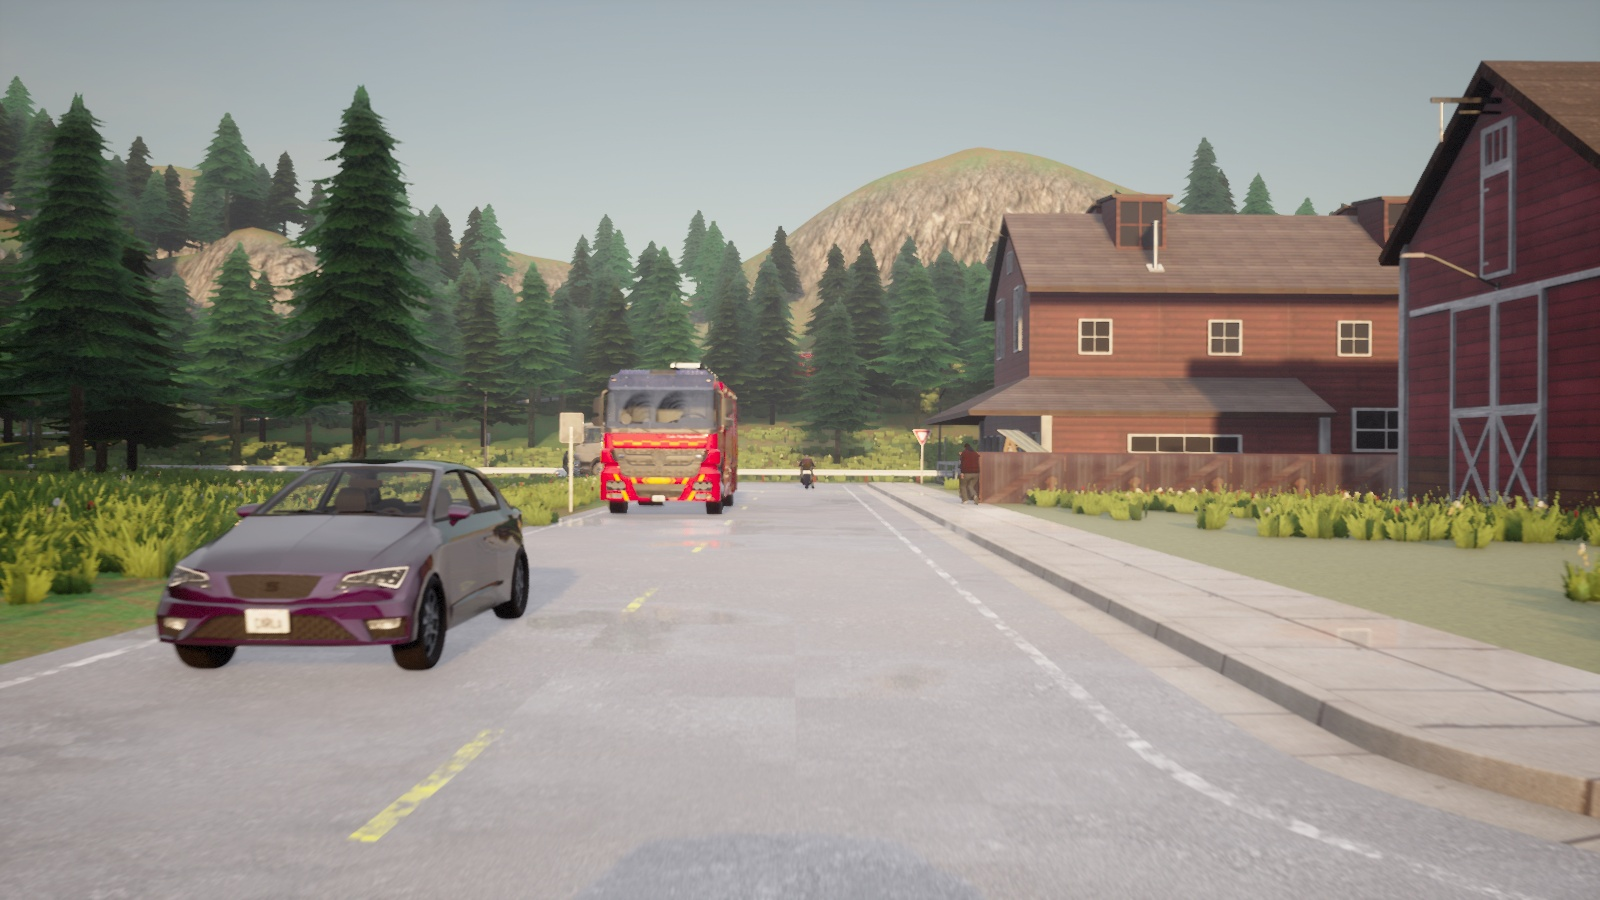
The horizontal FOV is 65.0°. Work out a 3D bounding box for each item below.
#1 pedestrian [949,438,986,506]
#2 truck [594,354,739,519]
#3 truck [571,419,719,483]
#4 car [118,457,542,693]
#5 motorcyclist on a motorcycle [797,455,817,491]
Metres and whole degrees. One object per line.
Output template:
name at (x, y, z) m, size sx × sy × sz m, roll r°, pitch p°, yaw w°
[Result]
pedestrian at (4.617, 0.587, 34.580) m, size 0.634 × 1.844 × 0.899 m, roll 1°, pitch 0°, yaw -23°
truck at (-3.301, -0.302, 33.448) m, size 2.891 × 3.827 × 8.468 m, roll 0°, pitch 0°, yaw 0°
truck at (-8.638, 0.072, 70.574) m, size 7.936 × 3.462 × 2.891 m, roll 0°, pitch 0°, yaw 0°
car at (-3.426, 0.811, 10.106) m, size 1.816 × 1.474 × 4.193 m, roll 0°, pitch 0°, yaw 0°
motorcyclist on a motorcycle at (0.297, 0.987, 55.292) m, size 0.866 × 1.530 × 2.191 m, roll 0°, pitch 0°, yaw 0°
